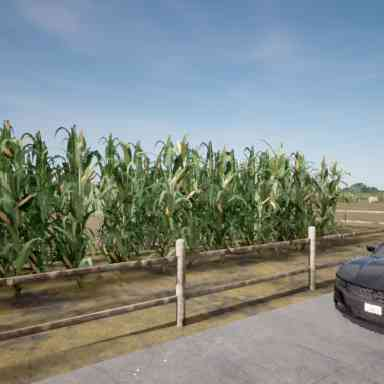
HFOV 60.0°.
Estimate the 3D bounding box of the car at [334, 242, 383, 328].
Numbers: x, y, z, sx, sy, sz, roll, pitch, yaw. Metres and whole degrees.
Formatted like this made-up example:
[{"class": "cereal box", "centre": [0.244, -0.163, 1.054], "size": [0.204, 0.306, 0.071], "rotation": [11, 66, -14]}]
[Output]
[{"class": "car", "centre": [4.749, 1.482, 6.433], "size": [5.008, 1.535, 1.882], "rotation": [0, 0, -35]}]
